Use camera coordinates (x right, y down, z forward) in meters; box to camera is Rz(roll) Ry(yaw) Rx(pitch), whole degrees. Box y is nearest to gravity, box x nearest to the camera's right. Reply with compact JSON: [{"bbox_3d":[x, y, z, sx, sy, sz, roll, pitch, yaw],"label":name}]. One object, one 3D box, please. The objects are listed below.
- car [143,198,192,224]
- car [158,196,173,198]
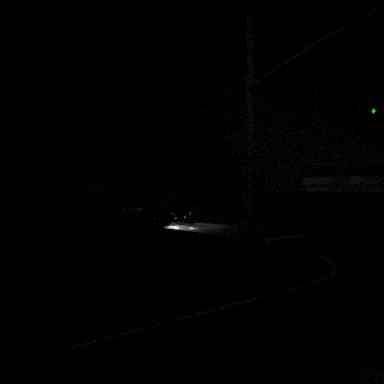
[{"bbox_3d":[-1.880,1.436,24.513,1.837,1.490,4.892,0,0,-35],"label":"car"},{"bbox_3d":[-3.889,1.381,45.140,1.837,1.490,4.892,-1,-1,42],"label":"car"}]
